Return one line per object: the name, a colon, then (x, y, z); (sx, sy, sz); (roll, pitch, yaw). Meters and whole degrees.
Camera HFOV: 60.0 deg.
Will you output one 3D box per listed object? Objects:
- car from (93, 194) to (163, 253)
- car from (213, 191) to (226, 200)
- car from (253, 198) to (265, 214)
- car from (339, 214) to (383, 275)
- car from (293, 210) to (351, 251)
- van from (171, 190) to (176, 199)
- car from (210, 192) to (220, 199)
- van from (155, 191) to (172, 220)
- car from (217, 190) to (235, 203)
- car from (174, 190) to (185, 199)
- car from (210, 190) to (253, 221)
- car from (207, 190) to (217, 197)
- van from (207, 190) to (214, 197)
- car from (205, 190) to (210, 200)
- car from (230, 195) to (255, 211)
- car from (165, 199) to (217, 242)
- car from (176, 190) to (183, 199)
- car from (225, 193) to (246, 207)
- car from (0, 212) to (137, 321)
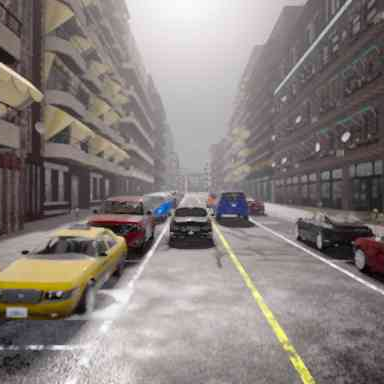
car: (-2.578, 1.132, 12.994); (2.192, 1.841, 5.009); (2, 1, 0)
car: (5.139, 0.680, 62.727); (1.967, 1.590, 4.097); (1, 1, 0)
car: (5.254, 1.167, 29.544); (1.887, 1.381, 4.507); (1, 1, 0)
car: (5.309, 1.454, 7.422); (1.887, 1.381, 4.507); (2, 1, 0)
car: (5.295, 1.385, 12.954); (2.008, 1.369, 4.403); (1, 1, 0)
van: (-2.621, 0.946, 29.583); (1.690, 1.788, 3.998); (2, 1, 0)
car: (5.109, 0.708, 73.791); (1.802, 1.307, 4.206); (1, 1, 0)
van: (-2.607, 1.014, 24.052); (1.690, 1.788, 3.998); (2, 1, 0)
car: (5.171, 0.676, 51.663); (2.192, 1.841, 5.009); (1, 1, 0)
car: (-2.731, 0.424, 73.823); (2.192, 1.841, 5.009); (1, 1, 0)
car: (2.718, 0.906, 24.120); (2.150, 2.045, 5.566); (0, 1, 0)
car: (5.087, 0.336, 84.850); (2.192, 1.841, 5.009); (1, 1, 0)
van: (5.072, 0.313, 90.382); (1.690, 1.788, 3.998); (1, 0, 0)
car: (2.688, 0.844, 39.872); (2.097, 1.767, 4.553); (0, 1, 0)
car: (5.240, 1.099, 35.074); (1.887, 1.381, 4.507); (1, 1, 0)
car: (-0.046, 1.295, 15.332); (1.837, 1.490, 4.892); (0, 1, 0)
car: (-2.648, 0.787, 40.643); (2.192, 1.841, 5.009); (2, 1, 0)
car: (5.237, 0.929, 40.604); (1.967, 1.590, 4.097); (1, 1, 0)
car: (-2.570, 1.419, 7.296); (1.752, 1.417, 4.829); (2, 1, 0)
